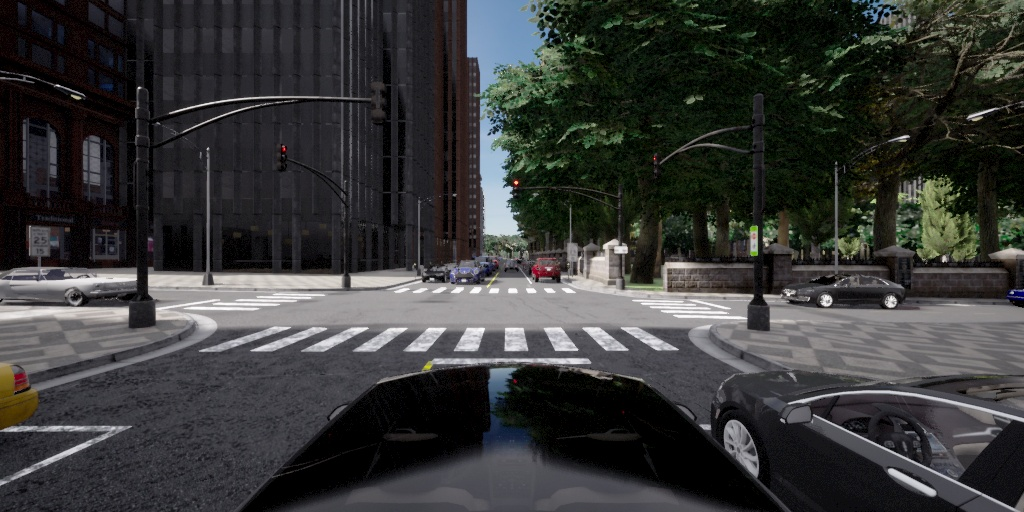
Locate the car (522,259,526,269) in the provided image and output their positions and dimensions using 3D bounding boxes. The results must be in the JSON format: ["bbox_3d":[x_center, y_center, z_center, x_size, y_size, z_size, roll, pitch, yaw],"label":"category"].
[{"bbox_3d":[2.613,1.329,44.778,2.007,1.370,4.403,0,0,0],"label":"car"}]

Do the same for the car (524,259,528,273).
[{"bbox_3d":[2.632,1.338,39.322,1.948,1.339,4.313,0,0,0],"label":"car"}]

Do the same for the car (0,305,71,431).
[{"bbox_3d":[-5.760,1.275,1.536,1.751,1.417,4.829,0,0,0],"label":"car"}]

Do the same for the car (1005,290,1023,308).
[{"bbox_3d":[26.401,1.917,16.696,4.718,1.301,1.895,1,0,-1],"label":"car"}]

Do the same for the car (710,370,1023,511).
[{"bbox_3d":[2.764,1.300,1.745,2.007,1.370,4.403,0,0,0],"label":"car"}]

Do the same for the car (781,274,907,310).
[{"bbox_3d":[15.217,1.591,16.597,4.892,1.490,1.837,1,0,-1],"label":"car"}]

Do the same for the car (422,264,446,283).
[{"bbox_3d":[-5.855,1.327,28.370,1.948,1.339,4.313,0,0,0],"label":"car"}]

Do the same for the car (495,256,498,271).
[{"bbox_3d":[-3.248,1.133,46.749,2.097,1.767,4.553,0,0,0],"label":"car"}]

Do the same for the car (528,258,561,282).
[{"bbox_3d":[2.670,1.075,28.410,2.192,1.841,5.009,0,0,0],"label":"car"}]

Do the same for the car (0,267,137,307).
[{"bbox_3d":[-16.480,1.069,13.109,4.718,1.301,1.895,1,0,-1],"label":"car"}]

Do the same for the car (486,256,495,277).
[{"bbox_3d":[-3.217,0.991,36.567,2.150,2.045,5.566,0,0,0],"label":"car"}]

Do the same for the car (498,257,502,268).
[{"bbox_3d":[-3.248,1.014,57.256,2.150,2.045,5.566,0,0,0],"label":"car"}]

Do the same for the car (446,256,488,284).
[{"bbox_3d":[-3.251,1.112,26.807,2.097,1.767,4.553,0,0,1],"label":"car"}]

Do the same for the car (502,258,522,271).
[{"bbox_3d":[-0.060,1.330,48.776,2.033,1.411,5.357,0,0,0],"label":"car"}]
